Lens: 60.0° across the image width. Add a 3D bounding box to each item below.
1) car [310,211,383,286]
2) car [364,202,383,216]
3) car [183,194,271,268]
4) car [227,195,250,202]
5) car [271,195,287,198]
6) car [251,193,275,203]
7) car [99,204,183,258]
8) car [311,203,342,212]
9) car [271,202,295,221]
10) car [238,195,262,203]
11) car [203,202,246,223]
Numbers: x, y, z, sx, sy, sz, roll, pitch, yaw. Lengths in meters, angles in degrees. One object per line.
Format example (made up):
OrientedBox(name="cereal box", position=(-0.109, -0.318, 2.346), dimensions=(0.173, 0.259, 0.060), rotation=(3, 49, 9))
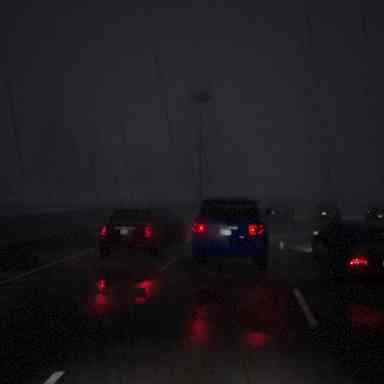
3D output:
OrientedBox(name="car", position=(4.615, 1.516, 9.315), dimensions=(2.033, 1.411, 5.357), rotation=(0, 0, 12))
OrientedBox(name="car", position=(13.703, 1.444, 24.368), dimensions=(1.812, 1.442, 4.674), rotation=(0, 0, 27))
OrientedBox(name="car", position=(1.514, 1.179, 11.463), dimensions=(2.150, 2.045, 5.566), rotation=(0, 0, 13))
OrientedBox(name="car", position=(9.557, 1.368, 67.821), dimensions=(4.718, 1.301, 1.895), rotation=(0, 0, -39))
OrientedBox(name="car", position=(14.912, 1.307, 58.608), dimensions=(4.892, 1.490, 1.837), rotation=(0, 0, -39))
OrientedBox(name="car", position=(13.211, 1.144, 61.705), dimensions=(4.553, 1.767, 2.097), rotation=(0, 0, -39))
OrientedBox(name="car", position=(-1.693, 1.309, 12.894), dimensions=(2.097, 1.767, 4.553), rotation=(0, 0, 14))
OrientedBox(name="car", position=(10.129, 1.480, 25.020), dimensions=(1.994, 1.385, 4.181), rotation=(0, 0, 27))
OrientedBox(name="car", position=(6.851, 1.475, 26.291), dimensions=(1.994, 1.385, 4.181), rotation=(0, 0, 27))
OrientedBox(name="car", position=(11.374, 1.285, 64.735), dimensions=(4.892, 1.490, 1.837), rotation=(0, 0, -39))
OrientedBox(name="car", position=(2.595, 1.514, 25.576), dimensions=(1.895, 1.301, 4.718), rotation=(0, 0, 25))
